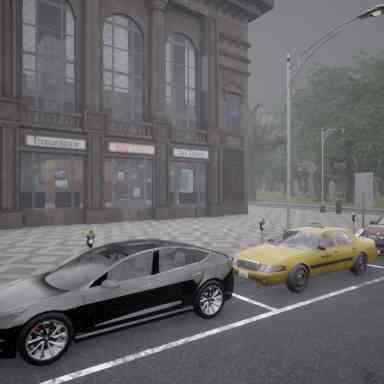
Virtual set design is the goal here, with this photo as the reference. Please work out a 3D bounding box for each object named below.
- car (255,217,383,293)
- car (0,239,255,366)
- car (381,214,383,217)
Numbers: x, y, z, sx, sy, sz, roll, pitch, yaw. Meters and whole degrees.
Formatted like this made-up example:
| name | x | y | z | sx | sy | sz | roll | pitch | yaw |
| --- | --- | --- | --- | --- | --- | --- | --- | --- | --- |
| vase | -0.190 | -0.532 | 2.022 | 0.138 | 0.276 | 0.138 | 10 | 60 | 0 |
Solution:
| name | x | y | z | sx | sy | sz | roll | pitch | yaw |
| --- | --- | --- | --- | --- | --- | --- | --- | --- | --- |
| car | 3.115 | 1.525 | 8.882 | 4.829 | 1.417 | 1.752 | 0 | 0 | -36 |
| car | -1.170 | 1.566 | 5.818 | 4.313 | 1.339 | 1.947 | 0 | 0 | -36 |
| car | 7.676 | 1.441 | 12.144 | 4.097 | 1.590 | 1.967 | 0 | 0 | -36 |
